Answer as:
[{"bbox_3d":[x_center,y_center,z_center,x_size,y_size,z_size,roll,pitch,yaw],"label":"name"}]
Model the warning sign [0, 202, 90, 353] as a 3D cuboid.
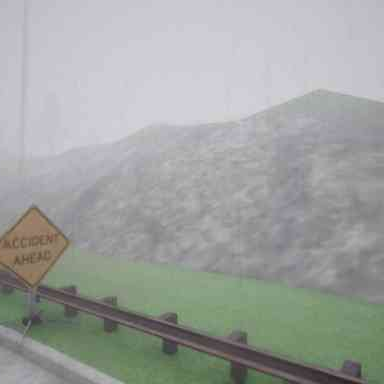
[{"bbox_3d":[-2.424,1.114,5.046,1.060,1.860,1.300,0,0,36],"label":"warning sign"}]
